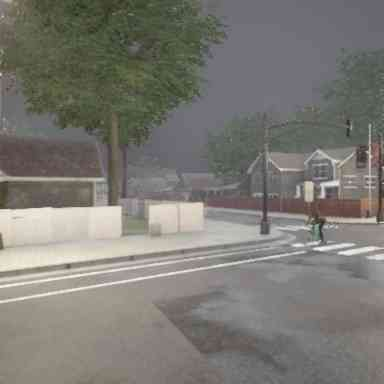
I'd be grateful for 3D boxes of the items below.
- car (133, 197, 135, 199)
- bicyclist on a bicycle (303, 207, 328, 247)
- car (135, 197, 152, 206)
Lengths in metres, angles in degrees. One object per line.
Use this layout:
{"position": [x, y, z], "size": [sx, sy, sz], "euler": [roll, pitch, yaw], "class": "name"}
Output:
{"position": [-11.012, 1.808, 66.542], "size": [1.837, 1.490, 4.892], "euler": [0, 0, -24], "class": "car"}
{"position": [5.111, 1.431, 13.713], "size": [1.656, 1.620, 0.582], "euler": [0, 0, -34], "class": "bicyclist on a bicycle"}
{"position": [-8.320, 1.816, 60.516], "size": [2.033, 1.411, 5.357], "euler": [0, 0, -23], "class": "car"}
